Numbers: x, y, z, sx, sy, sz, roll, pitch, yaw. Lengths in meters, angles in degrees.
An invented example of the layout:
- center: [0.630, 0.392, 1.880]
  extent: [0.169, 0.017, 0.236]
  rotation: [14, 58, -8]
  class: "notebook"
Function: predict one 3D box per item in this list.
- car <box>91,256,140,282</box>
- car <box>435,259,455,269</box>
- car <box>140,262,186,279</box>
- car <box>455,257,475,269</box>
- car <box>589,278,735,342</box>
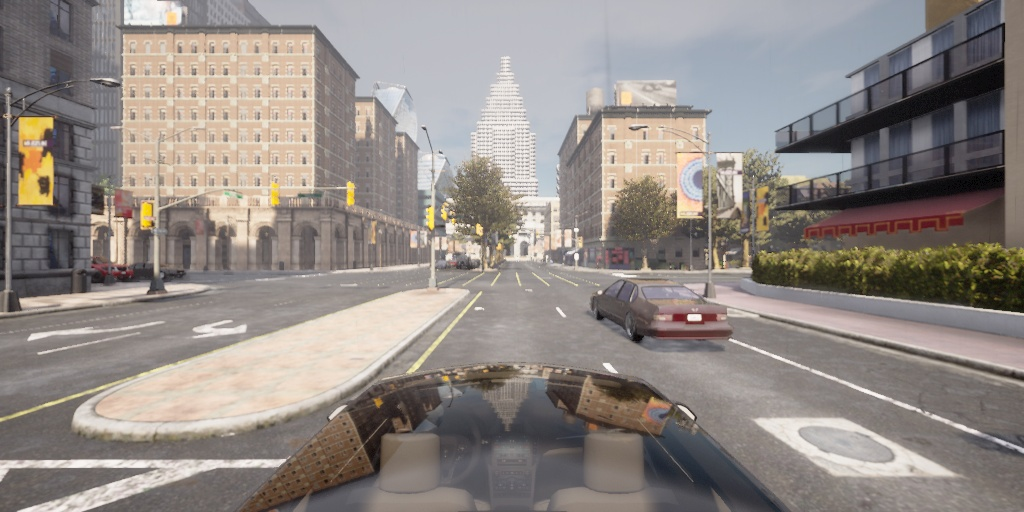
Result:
- center: [-34.627, 1.043, 29.394]
  extent: [5.566, 2.045, 2.150]
  rotation: [0, 0, 0]
  class: "car"
- center: [-11.513, 1.447, 60.011]
  extent: [2.033, 1.411, 5.357]
  rotation: [0, 0, 0]
  class: "car"
- center: [-32.825, 1.335, 32.920]
  extent: [4.892, 1.490, 1.837]
  rotation: [0, 0, 0]
  class: "car"
- center: [-8.017, 1.123, 60.633]
  extent: [2.150, 2.045, 5.566]
  rotation: [0, 0, 0]
  class: "car"
- center: [3.639, 1.318, 9.871]
  extent: [2.033, 1.411, 5.357]
  rotation: [0, 0, -2]
  class: "car"
